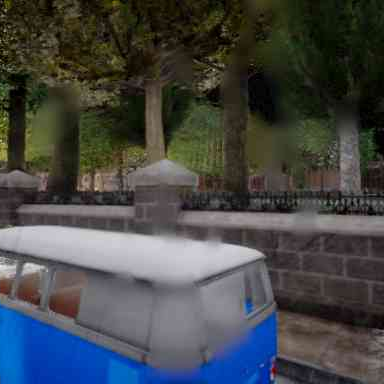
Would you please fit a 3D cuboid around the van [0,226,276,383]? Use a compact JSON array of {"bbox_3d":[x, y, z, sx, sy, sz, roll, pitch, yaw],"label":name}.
[{"bbox_3d":[-1.105,1.340,3.614,3.998,1.788,1.690,0,-1,36],"label":"van"}]
